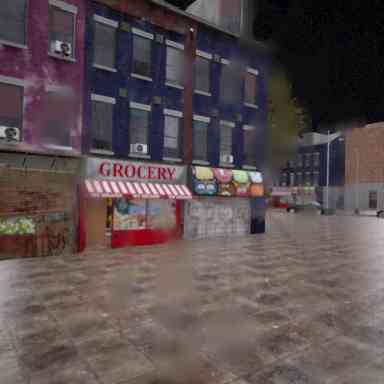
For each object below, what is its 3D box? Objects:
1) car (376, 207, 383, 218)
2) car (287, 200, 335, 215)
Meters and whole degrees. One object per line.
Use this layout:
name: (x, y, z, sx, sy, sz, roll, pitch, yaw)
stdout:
car: (17.033, 1.590, 26.367, 1.994, 1.385, 4.181, 2, -2, -35)
car: (11.945, 1.567, 33.630, 1.882, 1.535, 5.008, 2, -2, -35)
